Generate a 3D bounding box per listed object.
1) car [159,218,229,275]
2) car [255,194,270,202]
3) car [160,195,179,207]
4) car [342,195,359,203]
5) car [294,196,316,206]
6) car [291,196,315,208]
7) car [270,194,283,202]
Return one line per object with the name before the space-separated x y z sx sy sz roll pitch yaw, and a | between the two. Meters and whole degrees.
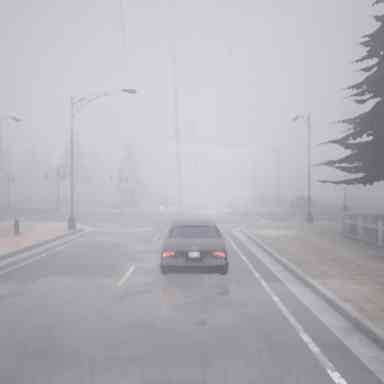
car | 0.067 1.531 10.387 2.033 1.411 5.357 0 0 0
car | 14.208 1.232 68.960 2.007 1.523 4.514 0 0 0
car | -3.570 1.274 50.043 2.097 1.767 4.553 0 0 0
car | 29.114 1.225 61.190 1.845 1.501 3.633 0 0 0
car | 17.013 1.306 50.318 1.970 1.475 3.806 0 0 0
car | 13.959 1.307 42.927 1.845 1.501 3.633 0 0 0
car | 17.345 1.223 68.981 2.152 1.636 5.027 0 0 0
